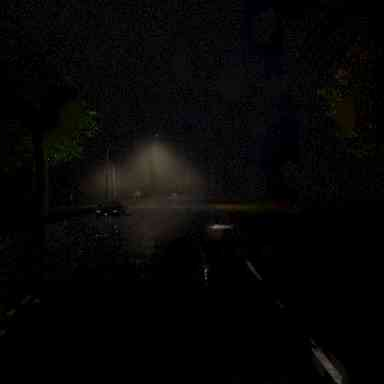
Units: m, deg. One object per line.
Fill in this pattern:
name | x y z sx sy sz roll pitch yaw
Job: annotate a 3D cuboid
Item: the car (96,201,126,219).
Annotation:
car | -6.920 1.504 28.803 1.812 1.442 4.674 0 0 -1
